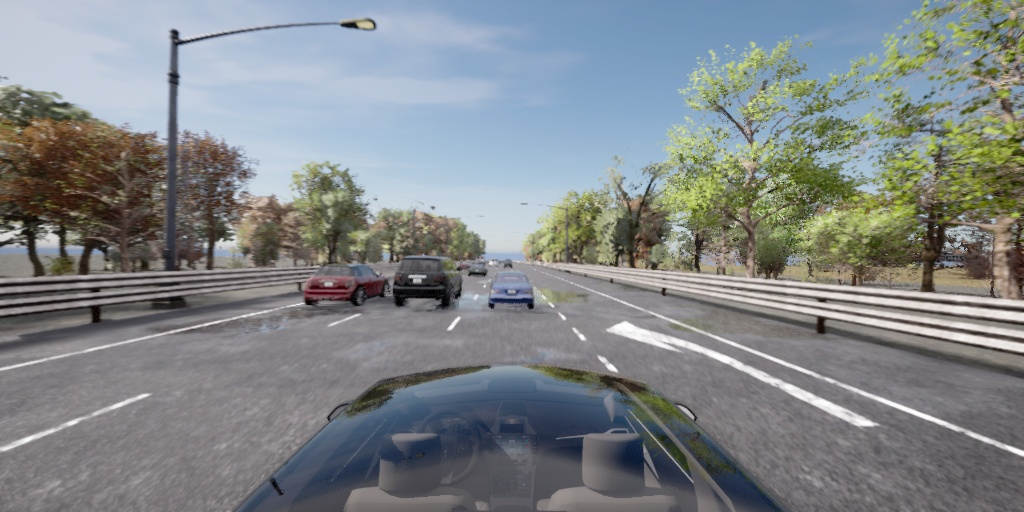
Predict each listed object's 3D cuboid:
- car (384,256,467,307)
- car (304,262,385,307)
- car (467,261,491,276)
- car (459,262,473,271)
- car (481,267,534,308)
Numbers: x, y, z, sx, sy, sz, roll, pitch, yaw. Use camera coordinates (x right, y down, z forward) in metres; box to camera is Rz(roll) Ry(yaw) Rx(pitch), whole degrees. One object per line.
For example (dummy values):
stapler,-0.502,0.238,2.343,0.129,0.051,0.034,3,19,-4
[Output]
car,-3.538,1.030,15.941,2.150,2.045,5.566,1,0,-1
car,-7.042,1.120,15.837,2.097,1.767,4.553,1,0,-1
car,-3.862,1.581,41.564,1.994,1.385,4.181,1,-1,-1
car,-7.585,1.665,59.579,1.812,1.442,4.674,1,-1,-1
car,-0.040,1.394,15.845,2.033,1.411,5.357,1,0,-1
